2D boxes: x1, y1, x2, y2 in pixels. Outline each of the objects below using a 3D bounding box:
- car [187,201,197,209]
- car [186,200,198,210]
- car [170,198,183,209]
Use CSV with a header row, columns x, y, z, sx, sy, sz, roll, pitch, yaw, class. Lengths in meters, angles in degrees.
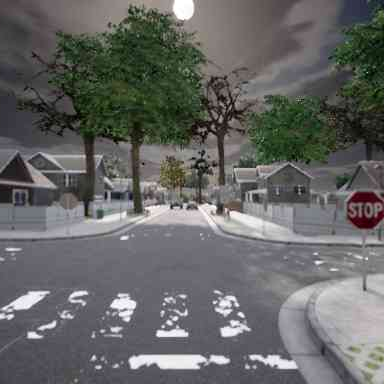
x,y,z,sx,sy,sz,roll,pitch,yaw,class
-0.003,2.445,65.378,1.837,1.490,4.892,0,-1,0,car
-0.001,2.269,55.340,1.812,1.442,4.674,0,-1,0,car
-2.754,2.061,60.351,2.150,2.045,5.566,0,-1,0,car
